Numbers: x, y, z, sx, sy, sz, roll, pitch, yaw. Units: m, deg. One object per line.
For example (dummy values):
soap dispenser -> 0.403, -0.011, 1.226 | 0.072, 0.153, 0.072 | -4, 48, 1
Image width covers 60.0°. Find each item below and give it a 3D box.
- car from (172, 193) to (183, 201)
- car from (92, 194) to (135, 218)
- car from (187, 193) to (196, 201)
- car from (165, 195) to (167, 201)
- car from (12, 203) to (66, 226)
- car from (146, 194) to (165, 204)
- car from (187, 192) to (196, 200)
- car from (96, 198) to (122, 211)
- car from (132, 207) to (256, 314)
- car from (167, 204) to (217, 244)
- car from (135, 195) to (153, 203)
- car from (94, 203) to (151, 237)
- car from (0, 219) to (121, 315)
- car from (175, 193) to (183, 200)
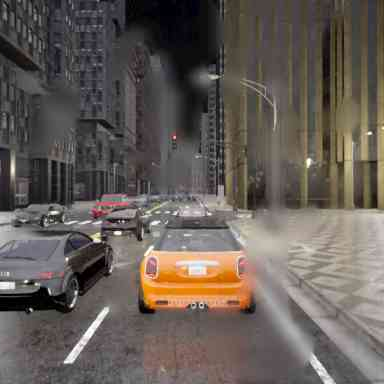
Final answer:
car -> -3.327, 1.176, 74.279 | 2.097, 1.767, 4.553 | 0, 0, 0
car -> -6.627, 1.192, 27.996 | 2.150, 2.045, 5.566 | 0, 0, 0
car -> -0.077, 1.345, 74.313 | 1.812, 1.442, 4.674 | 0, 0, 0
car -> -6.579, 1.357, 75.368 | 2.033, 1.411, 5.357 | 0, 0, 0
car -> -9.873, 1.488, 21.916 | 1.837, 1.490, 4.892 | 0, 0, 0
car -> -6.632, 1.422, 61.143 | 2.033, 1.411, 5.357 | 0, 0, 0
car -> -0.088, 0.982, 84.287 | 2.097, 1.767, 4.553 | 0, 0, 0
car -> -9.890, 1.508, 39.975 | 1.994, 1.385, 4.181 | 0, 0, 0
car -> 0.096, 1.350, 7.764 | 2.097, 1.767, 4.553 | 0, 0, 0
car -> 0.015, 1.480, 16.770 | 2.128, 1.511, 4.902 | 0, 0, 1
car -> -6.661, 1.458, 44.181 | 1.812, 1.442, 4.674 | 0, 0, 0
car -> -3.165, 1.494, 16.563 | 1.837, 1.490, 4.892 | 0, 0, 0
car -> -3.164, 1.562, 7.667 | 1.994, 1.385, 4.181 | 0, 0, 0
car -> -3.338, 1.126, 84.315 | 1.837, 1.490, 4.892 | 0, 0, 0
